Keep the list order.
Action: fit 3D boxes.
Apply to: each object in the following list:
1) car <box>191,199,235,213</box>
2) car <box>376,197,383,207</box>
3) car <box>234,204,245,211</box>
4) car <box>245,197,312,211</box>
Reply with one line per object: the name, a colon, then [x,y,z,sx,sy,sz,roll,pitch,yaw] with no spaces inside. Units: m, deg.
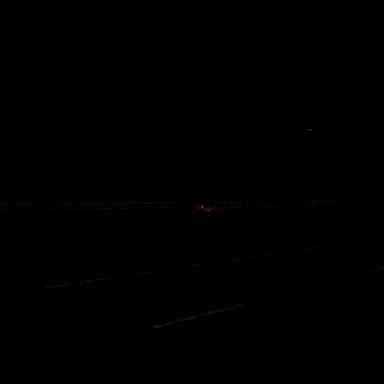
car: [2.777,1.669,31.769,5.008,1.535,1.882,1,0,-35]
car: [34.711,1.860,58.735,5.566,2.045,2.150,1,0,-35]
car: [6.287,1.775,29.972,4.181,1.385,1.994,1,0,-35]
car: [7.153,1.418,26.294,5.566,2.045,2.150,1,0,-35]
